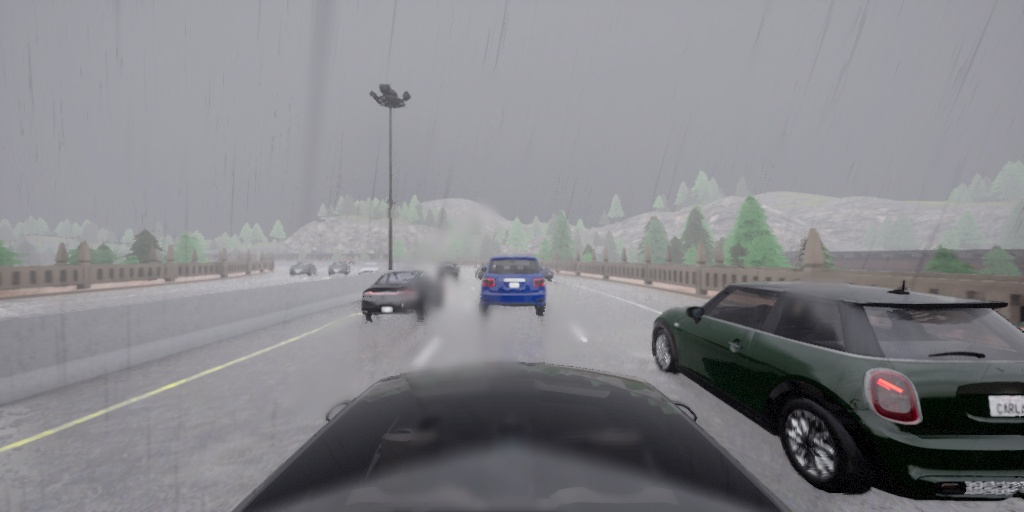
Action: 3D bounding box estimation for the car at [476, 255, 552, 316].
[{"bbox_3d":[-0.009,0.990,13.650,2.150,2.045,5.566,0,0,-2],"label":"car"}]

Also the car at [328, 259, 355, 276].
[{"bbox_3d":[-18.657,1.362,38.891,2.128,1.511,4.902,0,0,-19],"label":"car"}]

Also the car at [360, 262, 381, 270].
[{"bbox_3d":[-14.085,1.373,35.834,1.812,1.442,4.674,0,0,-16],"label":"car"}]

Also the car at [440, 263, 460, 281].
[{"bbox_3d":[-5.425,1.321,30.372,1.837,1.490,4.892,0,0,-11],"label":"car"}]

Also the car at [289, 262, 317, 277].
[{"bbox_3d":[-22.023,1.364,37.963,2.128,1.511,4.902,0,0,-19],"label":"car"}]

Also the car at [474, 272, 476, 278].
[{"bbox_3d":[-2.152,1.343,31.707,1.812,1.442,4.674,0,0,-12],"label":"car"}]

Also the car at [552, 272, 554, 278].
[{"bbox_3d":[1.900,1.407,29.363,1.895,1.301,4.718,0,0,-9],"label":"car"}]

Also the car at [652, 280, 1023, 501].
[{"bbox_3d":[3.598,1.107,4.715,2.097,1.767,4.553,0,0,0],"label":"car"}]

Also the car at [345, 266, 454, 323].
[{"bbox_3d":[-3.478,1.258,12.261,2.128,1.511,4.902,0,0,-1],"label":"car"}]
